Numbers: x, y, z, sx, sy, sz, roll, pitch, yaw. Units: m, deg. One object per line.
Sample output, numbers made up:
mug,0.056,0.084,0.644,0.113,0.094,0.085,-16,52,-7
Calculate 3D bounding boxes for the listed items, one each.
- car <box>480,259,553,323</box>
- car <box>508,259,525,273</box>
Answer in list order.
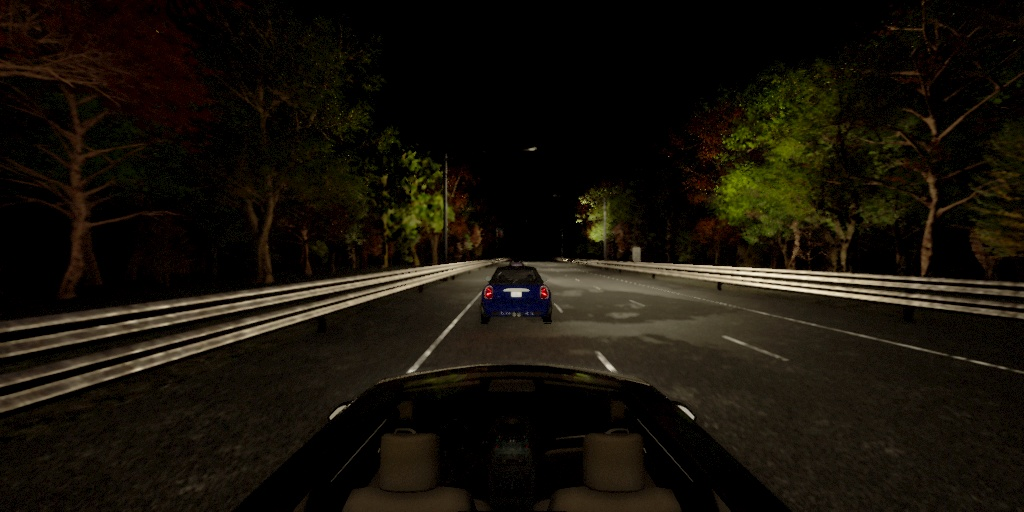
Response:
car,0.134,1.101,12.202,2.097,1.767,4.553,0,0,0
car,0.547,1.174,44.930,2.033,1.649,4.856,0,0,1
